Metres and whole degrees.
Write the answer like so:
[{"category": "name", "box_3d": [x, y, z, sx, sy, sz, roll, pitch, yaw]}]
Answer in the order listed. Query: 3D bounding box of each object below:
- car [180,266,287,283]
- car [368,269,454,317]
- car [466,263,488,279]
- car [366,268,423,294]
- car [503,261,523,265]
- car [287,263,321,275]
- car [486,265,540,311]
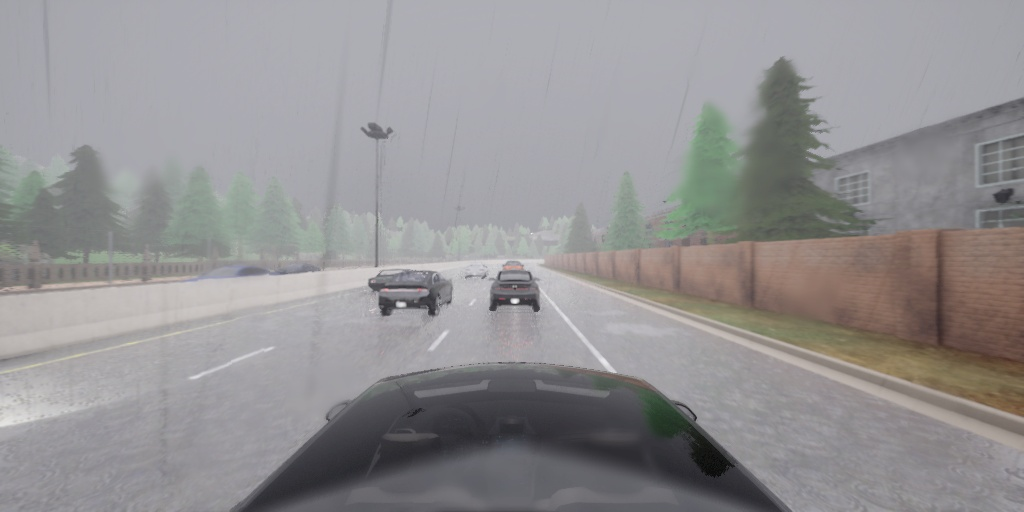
[{"category": "car", "box_3d": [-14.084, 1.276, 18.206, 1.882, 1.535, 5.008, 0, 0, 0]}, {"category": "car", "box_3d": [-3.397, 1.283, 13.429, 2.128, 1.511, 4.902, 0, 0, 0]}, {"category": "car", "box_3d": [-3.383, 1.395, 34.762, 1.812, 1.442, 4.674, 0, 0, 0]}, {"category": "car", "box_3d": [-6.892, 1.419, 21.673, 1.895, 1.301, 4.718, 0, 0, 0]}, {"category": "car", "box_3d": [0.114, 1.225, 35.196, 2.097, 1.767, 4.553, 0, 0, 0]}, {"category": "car", "box_3d": [-20.986, 1.404, 35.431, 2.033, 1.411, 5.357, 0, 0, 0]}, {"category": "car", "box_3d": [0.104, 1.304, 14.838, 1.837, 1.490, 4.892, 0, 0, 0]}]
